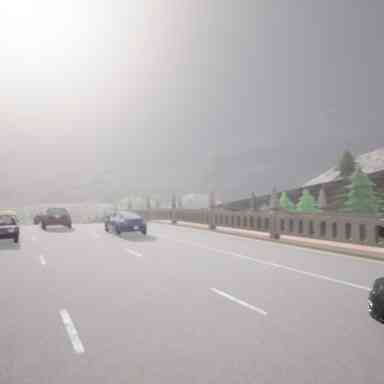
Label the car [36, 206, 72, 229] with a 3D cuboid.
[{"bbox_3d":[-11.016,1.981,26.644,2.097,1.767,4.553,1,-3,-28],"label":"car"}]

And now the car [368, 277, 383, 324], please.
[{"bbox_3d":[4.784,1.612,4.184,1.837,1.490,4.892,1,-1,-28],"label":"car"}]

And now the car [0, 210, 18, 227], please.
[{"bbox_3d":[-18.279,2.631,32.899,1.882,1.535,5.008,1,-5,-28],"label":"car"}]

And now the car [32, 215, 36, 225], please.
[{"bbox_3d":[-17.384,3.110,38.696,1.882,1.535,5.008,1,-6,-28],"label":"car"}]

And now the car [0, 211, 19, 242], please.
[{"bbox_3d":[-10.369,1.950,17.911,1.895,1.301,4.718,1,-1,-28],"label":"car"}]

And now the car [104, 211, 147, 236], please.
[{"bbox_3d":[-4.345,1.967,21.496,1.812,1.442,4.674,1,-1,-28],"label":"car"}]
